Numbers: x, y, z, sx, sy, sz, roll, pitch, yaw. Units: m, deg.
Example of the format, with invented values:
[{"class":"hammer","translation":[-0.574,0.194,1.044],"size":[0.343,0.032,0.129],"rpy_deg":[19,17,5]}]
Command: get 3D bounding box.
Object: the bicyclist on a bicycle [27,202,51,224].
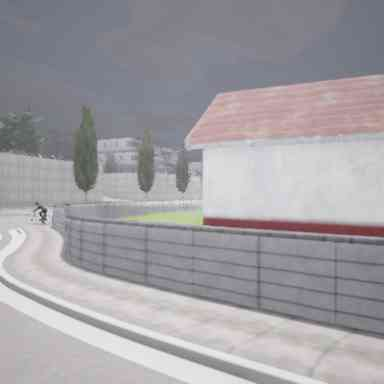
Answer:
[{"class":"bicyclist on a bicycle","translation":[-11.042,1.537,24.045],"size":[1.656,1.620,0.582],"rpy_deg":[0,-1,-11]}]
